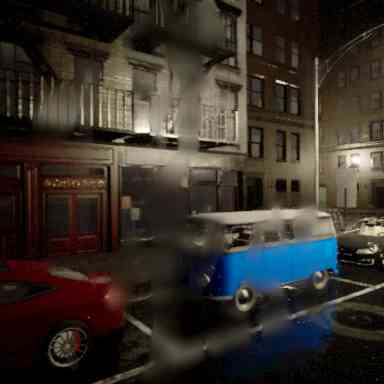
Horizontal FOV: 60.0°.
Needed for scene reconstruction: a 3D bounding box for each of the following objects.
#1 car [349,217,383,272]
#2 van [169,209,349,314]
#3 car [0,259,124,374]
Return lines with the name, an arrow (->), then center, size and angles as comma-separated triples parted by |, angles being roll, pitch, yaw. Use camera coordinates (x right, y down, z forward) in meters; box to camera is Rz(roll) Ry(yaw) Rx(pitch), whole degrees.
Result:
car -> 5.868, 1.483, 10.377 | 4.403, 1.369, 2.008 | 0, 0, -35
van -> 1.465, 1.307, 7.238 | 3.998, 1.788, 1.690 | 0, 0, -35
car -> -2.936, 1.583, 4.101 | 4.206, 1.307, 1.802 | 0, 0, -35
